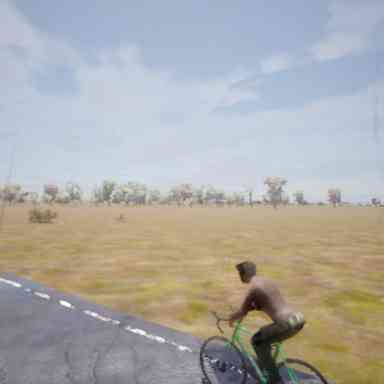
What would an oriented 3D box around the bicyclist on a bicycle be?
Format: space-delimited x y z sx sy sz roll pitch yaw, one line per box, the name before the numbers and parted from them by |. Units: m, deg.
bicyclist on a bicycle | 0.738 1.612 3.703 1.656 1.620 0.582 -2 -3 39
